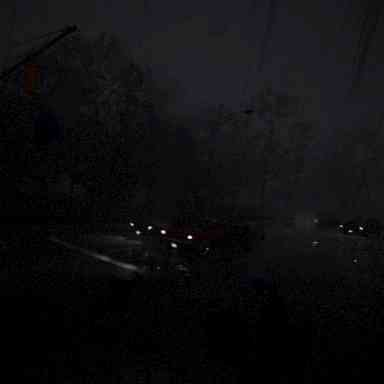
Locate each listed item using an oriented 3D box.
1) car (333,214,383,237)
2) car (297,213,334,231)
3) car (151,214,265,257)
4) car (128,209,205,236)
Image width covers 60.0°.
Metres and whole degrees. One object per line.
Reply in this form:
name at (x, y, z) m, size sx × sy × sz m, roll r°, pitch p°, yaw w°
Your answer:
car at (13.391, 2.598, 25.970) m, size 5.357 × 1.411 × 2.033 m, roll 4°, pitch 0°, yaw -45°
car at (10.868, 2.489, 28.394) m, size 4.718 × 1.301 × 1.895 m, roll 4°, pitch 0°, yaw -45°
car at (0.924, 1.730, 13.551) m, size 4.718 × 1.301 × 1.895 m, roll 4°, pitch 0°, yaw -45°
car at (-0.552, 1.590, 17.013) m, size 5.357 × 1.411 × 2.033 m, roll 4°, pitch 0°, yaw -45°
